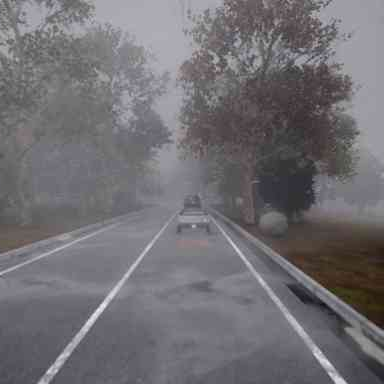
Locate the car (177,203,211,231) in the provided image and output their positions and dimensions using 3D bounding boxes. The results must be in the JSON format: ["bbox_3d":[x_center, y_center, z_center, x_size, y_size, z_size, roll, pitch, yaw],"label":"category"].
[{"bbox_3d":[0.103,1.603,20.478,1.895,1.301,4.718,0,0,0],"label":"car"}]

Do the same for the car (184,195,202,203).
[{"bbox_3d":[0.107,1.459,42.790,2.150,2.045,5.566,0,-1,0],"label":"car"}]
